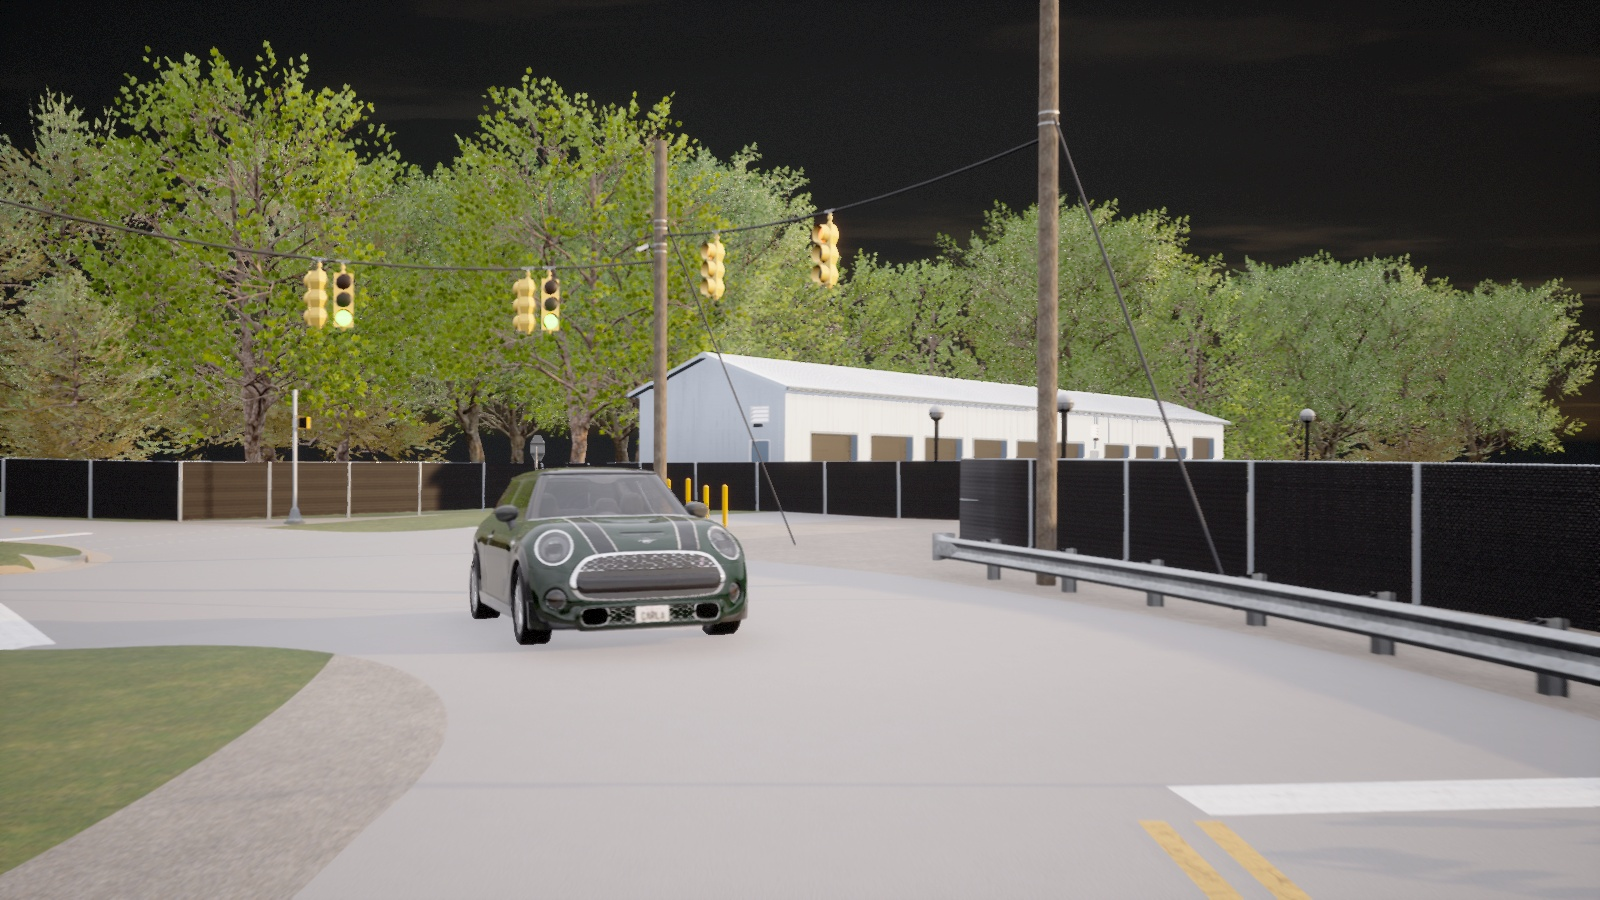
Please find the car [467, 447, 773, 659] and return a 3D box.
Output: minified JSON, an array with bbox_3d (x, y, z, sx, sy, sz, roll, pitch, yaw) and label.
[{"bbox_3d":[-2.089,0.971,13.094,2.097,1.767,4.553,0,-3,-22],"label":"car"}]
